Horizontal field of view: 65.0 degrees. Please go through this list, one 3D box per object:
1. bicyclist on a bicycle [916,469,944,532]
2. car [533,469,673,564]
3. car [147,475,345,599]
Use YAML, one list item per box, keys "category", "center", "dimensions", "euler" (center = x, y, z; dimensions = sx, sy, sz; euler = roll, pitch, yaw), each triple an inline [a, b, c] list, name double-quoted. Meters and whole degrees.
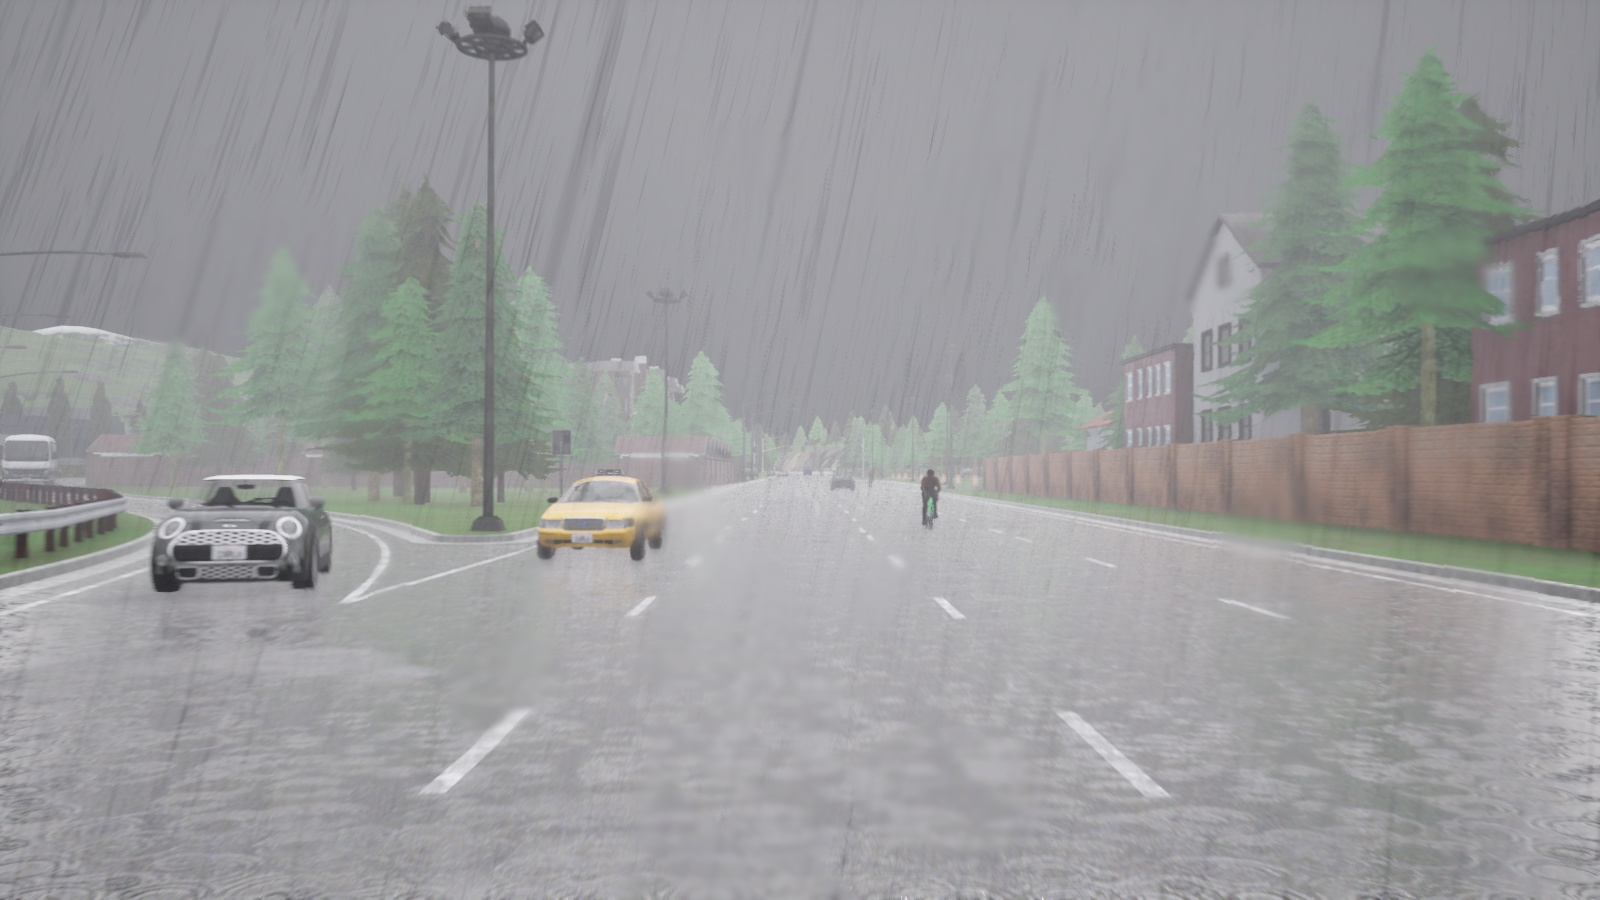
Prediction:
- category: "bicyclist on a bicycle"
  center: [3.436, 1.306, 33.230]
  dimensions: [0.582, 1.620, 1.656]
  euler: [0, -1, 0]
- category: "car"
  center: [-3.558, 1.161, 23.642]
  dimensions: [1.801, 1.575, 5.366]
  euler: [0, -1, 0]
- category: "car"
  center: [-7.470, 1.097, 17.298]
  dimensions: [1.970, 1.475, 3.806]
  euler: [0, -1, -16]
